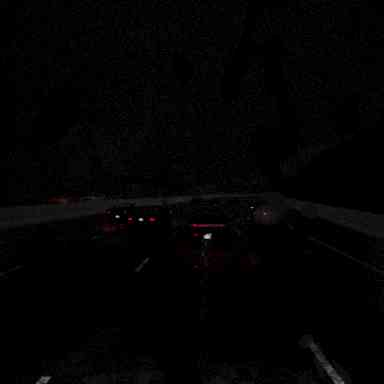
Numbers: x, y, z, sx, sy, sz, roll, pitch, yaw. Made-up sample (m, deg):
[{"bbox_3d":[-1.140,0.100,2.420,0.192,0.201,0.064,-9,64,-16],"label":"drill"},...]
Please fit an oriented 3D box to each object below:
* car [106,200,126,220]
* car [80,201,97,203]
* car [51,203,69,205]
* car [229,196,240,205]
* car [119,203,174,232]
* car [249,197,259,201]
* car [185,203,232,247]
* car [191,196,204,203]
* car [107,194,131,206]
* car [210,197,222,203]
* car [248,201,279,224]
[{"bbox_3d":[-5.178,1.548,26.822,1.895,1.301,4.718,1,0,9],"label":"car"},{"bbox_3d":[-15.262,1.070,51.612,2.150,2.045,5.566,1,0,10],"label":"car"},{"bbox_3d":[-19.235,1.285,49.222,1.882,1.535,5.008,1,0,10],"label":"car"},{"bbox_3d":[7.975,1.570,61.991,2.128,1.511,4.902,1,0,10],"label":"car"},{"bbox_3d":[-2.395,1.523,20.084,2.033,1.411,5.357,1,0,7],"label":"car"},{"bbox_3d":[11.469,1.677,61.634,1.994,1.385,4.181,1,0,10],"label":"car"},{"bbox_3d":[0.786,1.499,15.101,2.128,1.511,4.902,0,0,5],"label":"car"},{"bbox_3d":[0.935,1.533,62.335,1.812,1.442,4.674,1,0,10],"label":"car"},{"bbox_3d":[-11.481,1.236,52.901,2.097,1.767,4.553,1,0,10],"label":"car"},{"bbox_3d":[4.475,1.607,62.263,1.994,1.385,4.181,1,0,10],"label":"car"},{"bbox_3d":[5.515,1.618,25.533,1.994,1.385,4.181,1,0,8],"label":"car"}]
